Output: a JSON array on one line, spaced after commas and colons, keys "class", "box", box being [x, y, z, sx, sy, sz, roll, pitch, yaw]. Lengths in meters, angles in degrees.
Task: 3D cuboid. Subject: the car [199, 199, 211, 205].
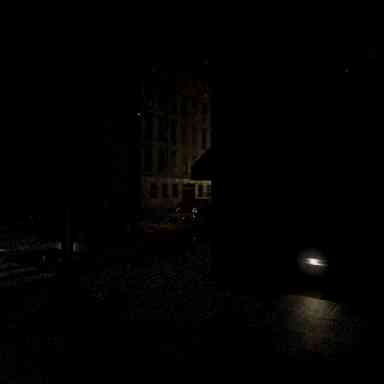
[{"class": "car", "box": [2.868, 1.314, 19.639, 2.192, 1.841, 5.009, 0, 0, 36]}]

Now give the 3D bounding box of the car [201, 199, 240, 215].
[{"class": "car", "box": [2.945, 1.493, 33.554, 1.887, 1.381, 4.507, 0, 0, 36]}]

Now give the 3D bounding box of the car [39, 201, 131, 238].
[{"class": "car", "box": [-5.187, 1.457, 17.802, 1.882, 1.535, 5.008, 0, 0, 34]}]

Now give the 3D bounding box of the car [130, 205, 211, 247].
[{"class": "car", "box": [-0.337, 1.530, 15.158, 1.752, 1.417, 4.829, 0, 0, 36]}]

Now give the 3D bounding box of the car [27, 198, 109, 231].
[{"class": "car", "box": [-6.958, 1.282, 19.693, 2.192, 1.841, 5.009, 0, 0, 36]}]

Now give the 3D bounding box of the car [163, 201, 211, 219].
[{"class": "car", "box": [-0.357, 1.521, 28.934, 1.947, 1.339, 4.313, 0, 0, 36]}]

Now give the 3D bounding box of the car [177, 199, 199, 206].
[{"class": "car", "box": [0.649, 1.321, 25.970, 2.097, 1.767, 4.553, 0, 0, 35]}]
